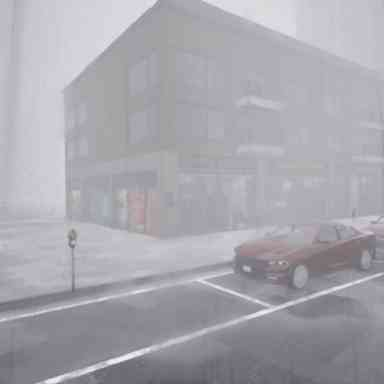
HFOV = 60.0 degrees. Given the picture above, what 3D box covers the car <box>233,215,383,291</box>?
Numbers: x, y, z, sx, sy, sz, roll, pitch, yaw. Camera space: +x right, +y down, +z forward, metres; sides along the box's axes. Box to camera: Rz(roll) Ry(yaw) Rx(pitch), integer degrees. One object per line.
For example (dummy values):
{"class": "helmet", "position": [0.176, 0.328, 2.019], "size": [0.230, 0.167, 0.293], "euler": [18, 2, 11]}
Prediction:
{"class": "car", "position": [3.055, 1.434, 8.710], "size": [4.507, 1.381, 1.887], "euler": [-1, 1, -35]}
